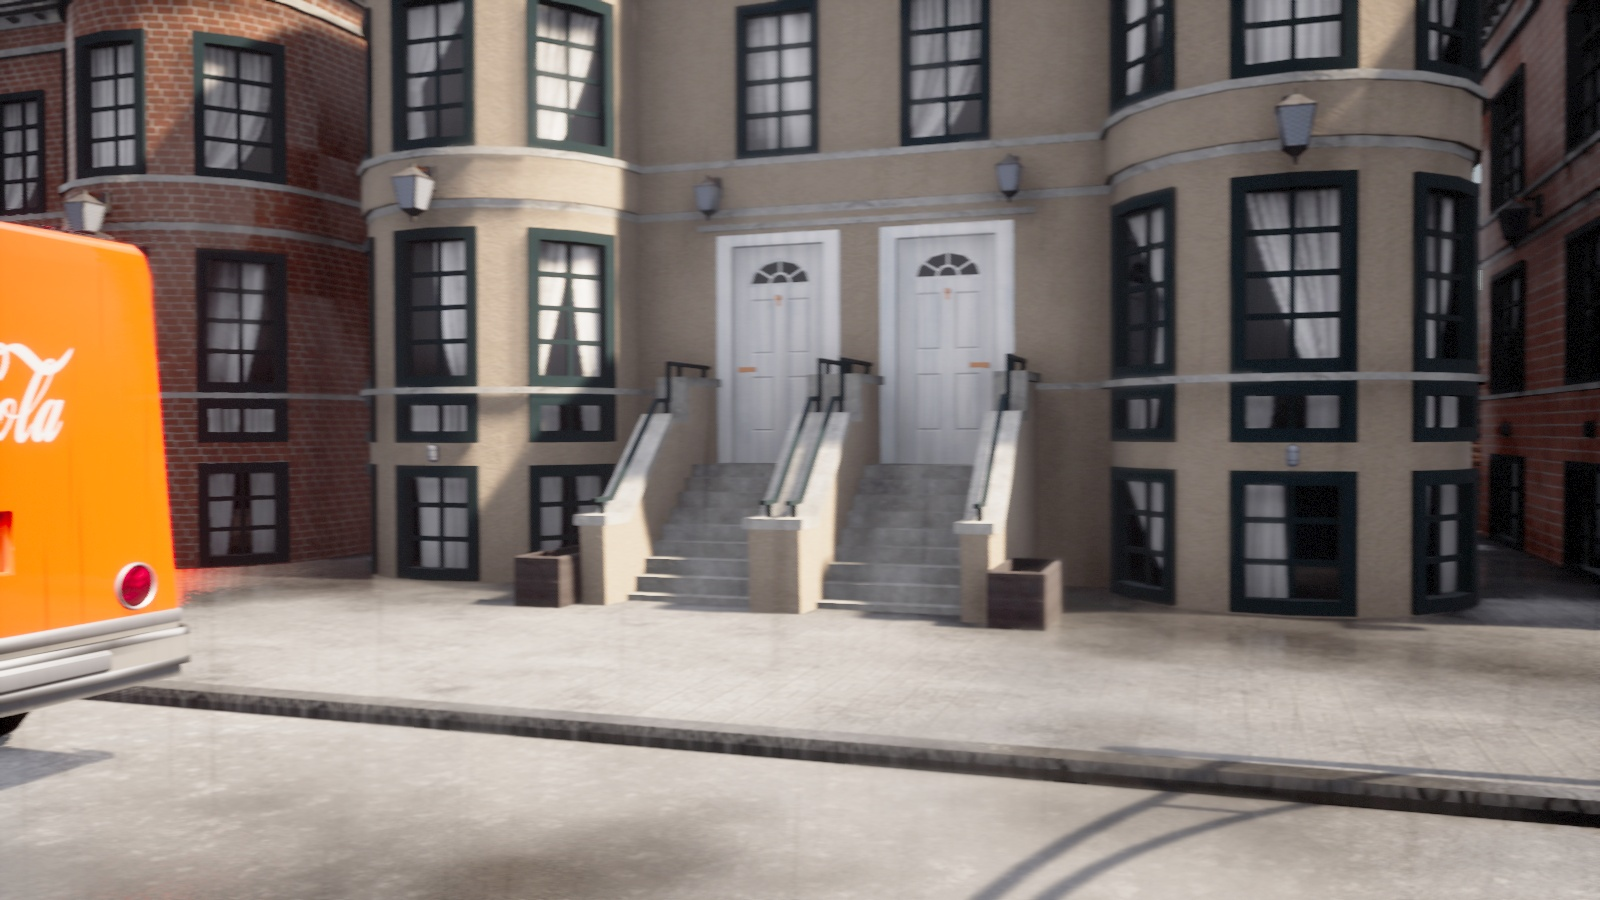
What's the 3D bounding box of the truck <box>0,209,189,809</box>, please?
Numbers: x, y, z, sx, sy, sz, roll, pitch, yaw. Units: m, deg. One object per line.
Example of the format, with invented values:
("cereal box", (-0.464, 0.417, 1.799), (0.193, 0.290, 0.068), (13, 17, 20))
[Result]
("truck", (-5.860, 0.227, 5.686), (5.204, 2.467, 2.627), (1, 1, 19))
